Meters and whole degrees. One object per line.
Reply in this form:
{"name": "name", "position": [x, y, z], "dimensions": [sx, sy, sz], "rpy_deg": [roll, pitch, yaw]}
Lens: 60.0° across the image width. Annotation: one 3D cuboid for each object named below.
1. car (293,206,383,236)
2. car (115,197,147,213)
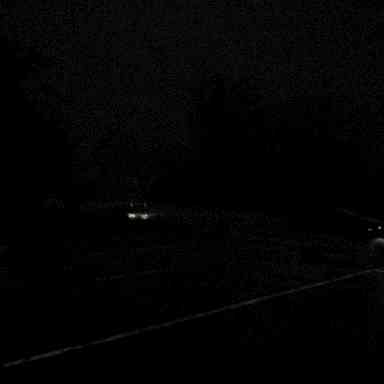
{"name": "car", "position": [8.199, 1.604, 19.091], "dimensions": [1.837, 1.490, 4.892], "rpy_deg": [0, 0, -39]}
{"name": "car", "position": [-7.093, 1.419, 38.300], "dimensions": [2.097, 1.767, 4.553], "rpy_deg": [0, 0, -39]}
